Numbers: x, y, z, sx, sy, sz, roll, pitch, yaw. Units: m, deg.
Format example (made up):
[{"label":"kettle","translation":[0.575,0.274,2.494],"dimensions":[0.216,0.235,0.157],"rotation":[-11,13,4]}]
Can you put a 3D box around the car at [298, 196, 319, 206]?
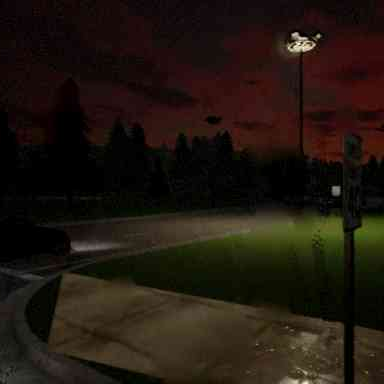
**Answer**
[{"label":"car","translation":[19.381,1.500,55.166],"dimensions":[1.812,1.442,4.674],"rotation":[0,0,38]}]

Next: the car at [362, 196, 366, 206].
[{"label":"car","translation":[24.951,1.195,50.926],"dimensions":[2.150,2.045,5.566],"rotation":[0,0,38]}]

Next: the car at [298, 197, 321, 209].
[{"label":"car","translation":[16.614,1.542,45.718],"dimensions":[1.994,1.385,4.181],"rotation":[0,0,38]}]

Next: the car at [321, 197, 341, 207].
[{"label":"car","translation":[22.157,1.500,53.035],"dimensions":[1.812,1.442,4.674],"rotation":[0,0,38]}]

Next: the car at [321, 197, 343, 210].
[{"label":"car","translation":[18.843,1.470,42.887],"dimensions":[2.128,1.511,4.902],"rotation":[0,0,38]}]

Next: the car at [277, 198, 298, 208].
[{"label":"car","translation":[13.840,1.542,47.853],"dimensions":[1.994,1.385,4.181],"rotation":[0,0,38]}]

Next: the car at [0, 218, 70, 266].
[{"label":"car","translation":[-5.878,1.524,10.432],"dimensions":[1.812,1.442,4.674],"rotation":[-2,0,17]}]
